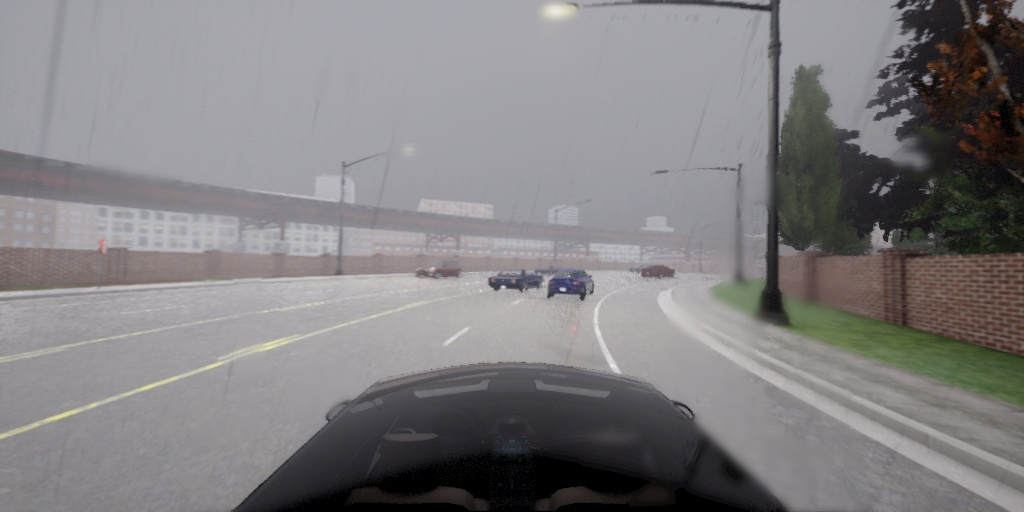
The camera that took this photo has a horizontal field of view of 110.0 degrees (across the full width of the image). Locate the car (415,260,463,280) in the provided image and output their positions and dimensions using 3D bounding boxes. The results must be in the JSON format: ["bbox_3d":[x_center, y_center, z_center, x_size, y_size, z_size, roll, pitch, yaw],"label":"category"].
[{"bbox_3d":[-6.312,1.131,31.516,2.097,1.767,4.553,1,-1,30],"label":"car"}]

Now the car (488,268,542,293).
[{"bbox_3d":[0.403,1.428,21.608,1.895,1.301,4.718,1,0,23],"label":"car"}]

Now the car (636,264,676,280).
[{"bbox_3d":[15.555,1.654,37.945,5.008,1.535,1.882,1,-2,-43],"label":"car"}]

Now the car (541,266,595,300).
[{"bbox_3d":[3.141,1.391,18.725,1.812,1.442,4.674,0,0,20],"label":"car"}]

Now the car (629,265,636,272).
[{"bbox_3d":[21.940,2.090,61.064,4.674,1.442,1.812,2,-1,-35],"label":"car"}]
